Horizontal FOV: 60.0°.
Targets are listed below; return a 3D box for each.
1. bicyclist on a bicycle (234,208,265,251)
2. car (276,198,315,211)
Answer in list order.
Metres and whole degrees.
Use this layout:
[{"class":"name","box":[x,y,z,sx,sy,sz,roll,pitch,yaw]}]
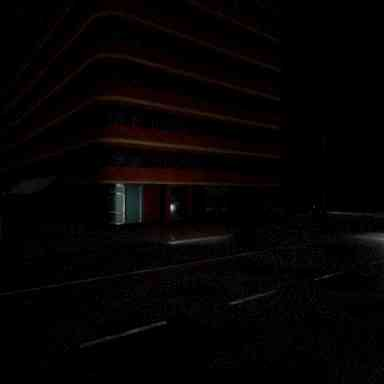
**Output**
[{"class":"bicyclist on a bicycle","box":[2.200,1.453,13.000,0.582,1.620,1.656,0,-2,-38]},{"class":"car","box":[12.499,1.486,40.019,2.128,1.511,4.902,0,0,-38]}]
